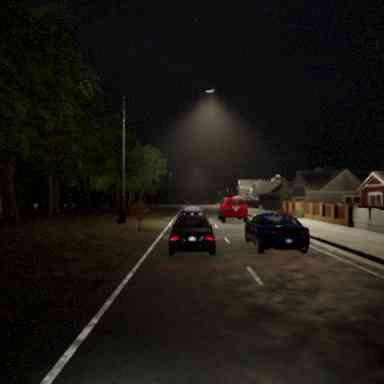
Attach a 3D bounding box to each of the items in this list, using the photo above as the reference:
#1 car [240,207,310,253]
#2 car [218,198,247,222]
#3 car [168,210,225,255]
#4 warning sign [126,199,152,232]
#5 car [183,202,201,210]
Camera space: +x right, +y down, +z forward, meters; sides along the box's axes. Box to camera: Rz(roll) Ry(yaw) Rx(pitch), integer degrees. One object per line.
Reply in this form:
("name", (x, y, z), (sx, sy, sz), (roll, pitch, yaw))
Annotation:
("car", (3.512, 1.627, 14.476), (1.882, 1.535, 5.008), (0, 0, 0))
("car", (3.512, 1.517, 29.028), (2.150, 2.045, 5.566), (0, 0, 0))
("car", (0.007, 1.691, 13.994), (2.033, 1.411, 5.357), (0, -1, 0))
("warning sign", (-3.044, 1.313, 19.266), (1.300, 1.860, 1.060), (0, -1, 0))
("car", (0.012, 1.847, 28.993), (2.033, 1.411, 5.357), (0, -1, 0))
